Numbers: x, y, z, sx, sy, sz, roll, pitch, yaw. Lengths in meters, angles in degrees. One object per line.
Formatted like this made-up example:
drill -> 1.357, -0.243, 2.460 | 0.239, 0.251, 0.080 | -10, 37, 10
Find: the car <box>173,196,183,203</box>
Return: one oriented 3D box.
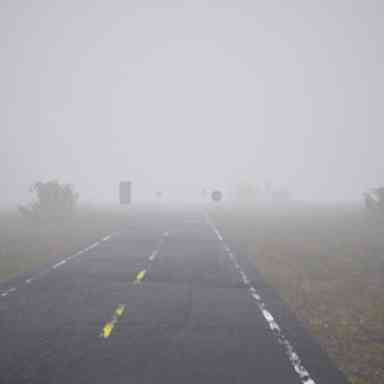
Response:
car -> -2.762, 1.530, 68.137 | 1.812, 1.442, 4.674 | 0, 0, 0
